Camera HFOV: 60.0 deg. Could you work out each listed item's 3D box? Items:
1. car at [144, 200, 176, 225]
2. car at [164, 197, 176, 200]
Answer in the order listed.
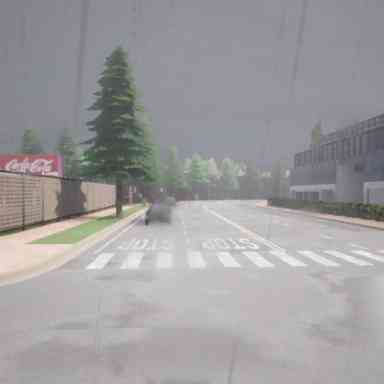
[{"bbox_3d":[-2.363,1.554,24.166,2.033,1.411,5.357,0,0,-3],"label":"car"},{"bbox_3d":[-3.418,1.492,50.156,1.837,1.490,4.892,-1,0,0],"label":"car"}]
